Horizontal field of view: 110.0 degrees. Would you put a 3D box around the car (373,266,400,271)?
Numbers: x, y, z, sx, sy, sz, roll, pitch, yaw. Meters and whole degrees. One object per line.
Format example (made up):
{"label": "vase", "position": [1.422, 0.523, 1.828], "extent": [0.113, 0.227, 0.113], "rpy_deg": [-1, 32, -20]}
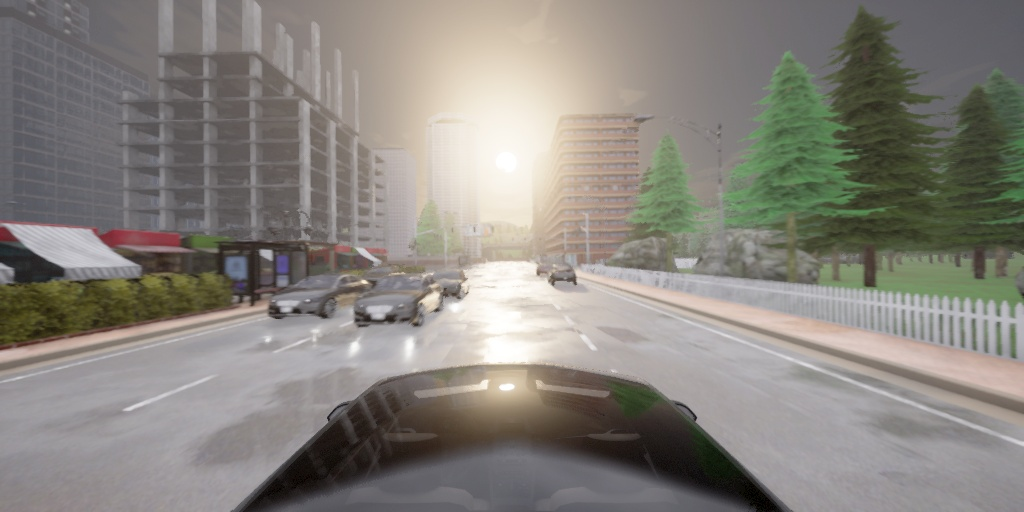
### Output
{"label": "car", "position": [-6.907, 1.244, 19.391], "extent": [1.994, 1.385, 4.181], "rpy_deg": [-1, 0, 0]}

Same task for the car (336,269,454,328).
{"label": "car", "position": [-3.552, 1.365, 12.025], "extent": [2.128, 1.511, 4.902], "rpy_deg": [-1, 0, 0]}

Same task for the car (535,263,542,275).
{"label": "car", "position": [3.832, 1.524, 42.130], "extent": [1.994, 1.385, 4.181], "rpy_deg": [-1, -1, 2]}

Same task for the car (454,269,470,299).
{"label": "car", "position": [-3.403, 1.485, 19.365], "extent": [1.837, 1.490, 4.892], "rpy_deg": [-1, 0, 0]}

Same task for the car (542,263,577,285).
{"label": "car", "position": [3.707, 1.355, 27.120], "extent": [2.128, 1.511, 4.902], "rpy_deg": [-1, 0, 1]}

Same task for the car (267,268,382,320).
{"label": "car", "position": [-7.038, 1.429, 13.670], "extent": [2.128, 1.511, 4.902], "rpy_deg": [-1, 0, 0]}
